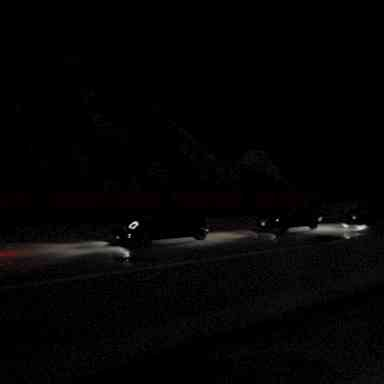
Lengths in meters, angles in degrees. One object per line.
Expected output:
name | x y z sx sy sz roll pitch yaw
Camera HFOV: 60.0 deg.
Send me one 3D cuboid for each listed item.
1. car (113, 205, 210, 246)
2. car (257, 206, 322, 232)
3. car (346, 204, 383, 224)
car | -1.410 1.433 15.863 4.553 1.767 2.097 1 0 -35
car | 6.259 1.666 21.276 4.902 1.511 2.128 1 0 -35
car | 14.550 1.769 27.405 4.902 1.511 2.128 1 0 -38
